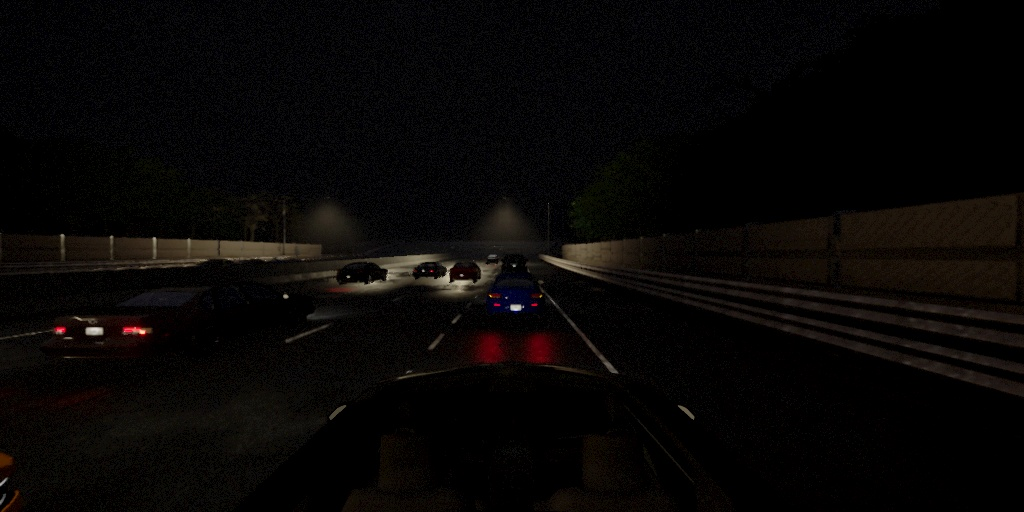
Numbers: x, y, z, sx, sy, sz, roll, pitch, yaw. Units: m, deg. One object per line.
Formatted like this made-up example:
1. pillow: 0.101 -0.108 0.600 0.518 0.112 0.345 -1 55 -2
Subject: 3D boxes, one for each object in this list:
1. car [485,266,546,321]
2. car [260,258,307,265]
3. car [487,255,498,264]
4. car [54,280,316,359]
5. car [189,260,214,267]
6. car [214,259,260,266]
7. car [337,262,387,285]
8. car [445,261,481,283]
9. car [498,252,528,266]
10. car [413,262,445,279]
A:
1. car: 0.112 1.253 12.222 1.812 1.442 4.674 0 0 0
2. car: -20.984 1.075 33.976 1.837 1.490 4.892 0 0 0
3. car: -3.153 0.519 60.139 2.128 1.511 4.902 0 1 1
4. car: -6.893 1.282 8.433 2.033 1.411 5.357 0 0 0
5. car: -27.986 1.078 33.791 1.837 1.490 4.892 0 0 0
6. car: -24.490 1.055 33.331 1.882 1.535 5.008 0 0 0
7. car: -10.343 1.146 25.146 1.882 1.535 5.008 0 0 0
8. car: -3.435 1.131 27.043 1.882 1.535 5.008 0 1 0
9. car: 0.200 0.832 30.843 2.150 2.045 5.566 0 1 1
10. car: -6.819 1.167 30.099 2.033 1.411 5.357 0 1 0
